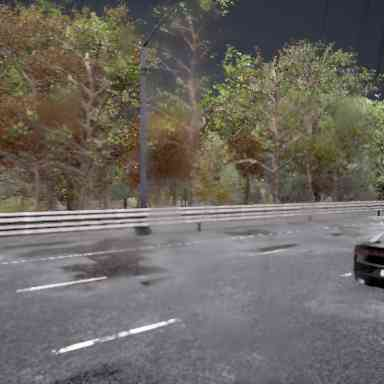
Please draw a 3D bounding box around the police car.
[{"bbox_3d":[5.992,1.419,8.106,5.238,1.638,1.930,0,0,-35],"label":"police car"}]
